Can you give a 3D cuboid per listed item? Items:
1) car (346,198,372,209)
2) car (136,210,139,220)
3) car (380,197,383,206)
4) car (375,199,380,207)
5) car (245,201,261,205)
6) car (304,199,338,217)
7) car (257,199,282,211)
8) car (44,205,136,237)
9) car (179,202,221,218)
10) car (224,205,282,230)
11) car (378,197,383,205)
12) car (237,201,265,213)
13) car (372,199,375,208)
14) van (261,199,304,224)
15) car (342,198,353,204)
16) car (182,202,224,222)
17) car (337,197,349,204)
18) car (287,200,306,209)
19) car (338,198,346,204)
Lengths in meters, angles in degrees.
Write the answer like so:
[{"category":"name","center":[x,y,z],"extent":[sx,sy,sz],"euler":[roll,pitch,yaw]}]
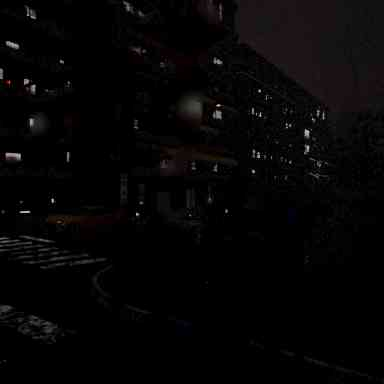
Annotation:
[{"category":"car","center":[27.327,1.891,54.355],"extent":[2.192,1.841,5.009],"euler":[1,0,36]},{"category":"car","center":[-5.699,1.626,23.719],"extent":[2.008,1.369,4.403],"euler":[1,0,36]},{"category":"car","center":[37.181,2.251,67.710],"extent":[1.887,1.381,4.507],"euler":[1,0,36]},{"category":"car","center":[33.896,2.104,63.259],"extent":[1.967,1.590,4.097],"euler":[1,0,36]},{"category":"car","center":[7.467,1.750,37.179],"extent":[1.882,1.535,5.008],"euler":[1,0,37]},{"category":"car","center":[14.183,1.837,36.546],"extent":[1.967,1.590,4.097],"euler":[1,0,36]},{"category":"car","center":[10.731,1.743,45.980],"extent":[1.967,1.590,4.097],"euler":[1,0,36]},{"category":"car","center":[-5.914,1.564,19.113],"extent":[1.882,1.535,5.008],"euler":[1,0,37]},{"category":"car","center":[0.873,1.712,32.623],"extent":[1.887,1.381,4.507],"euler":[1,0,36]},{"category":"car","center":[4.324,1.827,23.189],"extent":[1.947,1.339,4.313],"euler":[1,0,36]},{"category":"car","center":[47.041,2.150,81.068],"extent":[2.192,1.841,5.009],"euler":[1,0,36]},{"category":"car","center":[7.444,1.840,41.528],"extent":[1.802,1.307,4.206],"euler":[1,0,36]},{"category":"car","center":[30.609,2.202,58.806],"extent":[1.802,1.307,4.206],"euler":[1,0,36]},{"category":"van","center":[7.612,1.647,27.641],"extent":[1.690,1.788,3.998],"euler":[1,0,36]},{"category":"car","center":[40.200,2.220,85.912],"extent":[1.752,1.417,4.829],"euler":[1,0,36]},{"category":"car","center":[1.288,1.693,28.818],"extent":[1.837,1.490,4.892],"euler":[1,0,36]},{"category":"car","center":[37.016,2.093,81.598],"extent":[1.967,1.590,4.097],"euler":[1,0,36]},{"category":"car","center":[17.301,1.974,54.885],"extent":[1.802,1.307,4.206],"euler":[1,0,36]},{"category":"car","center":[33.729,2.176,77.145],"extent":[1.947,1.339,4.313],"euler":[1,0,36]}]
